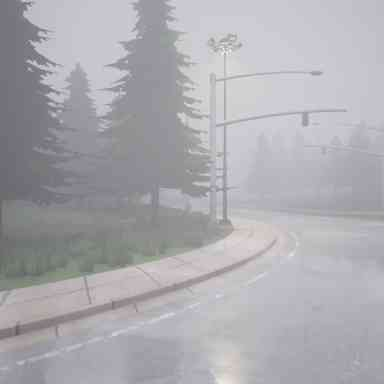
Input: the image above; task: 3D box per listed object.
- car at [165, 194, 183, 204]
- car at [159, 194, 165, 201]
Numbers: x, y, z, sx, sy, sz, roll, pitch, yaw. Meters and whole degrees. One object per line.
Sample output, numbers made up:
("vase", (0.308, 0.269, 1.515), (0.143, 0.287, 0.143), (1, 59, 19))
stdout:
("car", (-3.147, 1.547, 65.400), (2.033, 1.411, 5.357), (0, 0, -21))
("car", (-7.009, 1.186, 75.146), (2.150, 2.045, 5.566), (0, 0, -21))
